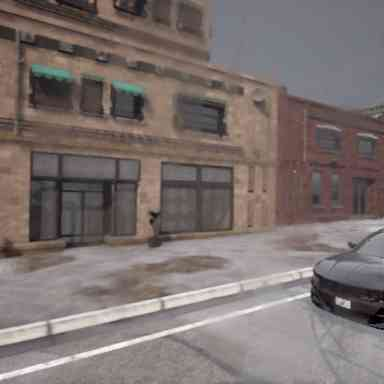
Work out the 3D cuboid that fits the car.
[{"bbox_3d":[4.448,1.432,6.590,5.008,1.535,1.882,-1,1,-33],"label":"car"}]
